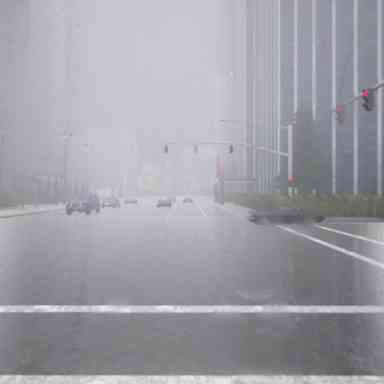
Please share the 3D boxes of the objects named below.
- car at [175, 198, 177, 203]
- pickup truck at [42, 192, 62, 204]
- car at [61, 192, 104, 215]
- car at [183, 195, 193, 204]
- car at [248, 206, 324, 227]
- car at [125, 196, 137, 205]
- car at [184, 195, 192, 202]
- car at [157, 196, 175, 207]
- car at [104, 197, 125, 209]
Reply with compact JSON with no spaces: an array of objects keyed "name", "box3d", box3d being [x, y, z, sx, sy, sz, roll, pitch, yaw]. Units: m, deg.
[{"name":"car","box3d":[-4.300,1.569,69.893,2.033,1.411,5.357,0,0,-1]},{"name":"pickup truck","box3d":[-24.370,1.078,60.180,2.390,2.098,6.274,0,0,30]},{"name":"car","box3d":[-11.117,1.232,34.385,2.150,2.045,5.566,0,0,0]},{"name":"car","box3d":[-0.796,1.547,65.499,1.812,1.442,4.674,0,0,-1]},{"name":"car","box3d":[6.150,1.608,22.230,4.718,1.301,1.895,0,0,0]},{"name":"car","box3d":[-11.310,1.545,61.275,1.812,1.442,4.674,0,0,0]},{"name":"car","box3d":[-0.889,1.411,75.750,1.882,1.535,5.008,0,0,-1]},{"name":"car","box3d":[-4.054,1.617,49.847,1.895,1.301,4.718,0,0,-1]},{"name":"car","box3d":[-11.206,1.505,46.055,2.128,1.511,4.902,0,0,0]}]
